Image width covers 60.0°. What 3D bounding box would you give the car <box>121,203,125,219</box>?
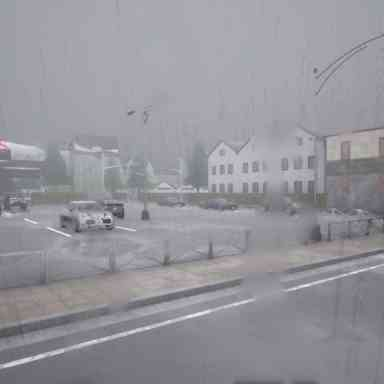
[{"bbox_3d":[-6.749,1.313,25.535,2.007,1.523,4.514,0,0,-36],"label":"car"}]

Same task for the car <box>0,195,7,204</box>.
[{"bbox_3d":[-39.497,1.495,65.893,4.611,1.667,2.242,0,0,-36],"label":"car"}]

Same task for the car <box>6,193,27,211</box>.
[{"bbox_3d":[-20.135,1.092,37.938,1.905,1.878,3.866,0,0,-36],"label":"car"}]

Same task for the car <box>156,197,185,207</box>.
[{"bbox_3d":[-3.078,1.371,46.860,2.033,1.411,5.357,0,0,-35],"label":"car"}]

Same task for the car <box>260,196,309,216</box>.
[{"bbox_3d":[8.460,1.176,30.600,2.097,1.767,4.553,0,0,-35],"label":"car"}]

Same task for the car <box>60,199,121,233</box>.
[{"bbox_3d":[-5.620,1.248,17.672,1.970,1.475,3.806,0,0,-36],"label":"car"}]

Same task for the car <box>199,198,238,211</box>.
[{"bbox_3d":[2.925,1.371,38.366,2.033,1.411,5.357,0,0,-36],"label":"car"}]

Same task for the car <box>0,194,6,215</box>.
[{"bbox_3d":[-18.223,1.113,29.628,1.932,1.855,4.605,0,0,-36],"label":"car"}]

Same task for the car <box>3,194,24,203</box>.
[{"bbox_3d":[-39.270,1.328,73.021,3.866,1.878,1.905,0,0,-36],"label":"car"}]
